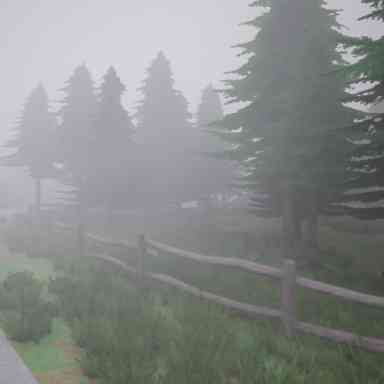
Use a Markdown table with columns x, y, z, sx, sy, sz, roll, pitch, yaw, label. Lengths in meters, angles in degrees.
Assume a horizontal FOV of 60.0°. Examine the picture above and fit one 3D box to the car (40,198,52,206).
| x | y | z | sx | sy | sz | roll | pitch | yaw | label |
| --- | --- | --- | --- | --- | --- | --- | --- | --- | --- |
| -26.210 | 1.874 | 61.410 | 1.882 | 1.535 | 5.008 | 0 | 0 | 0 | car |
